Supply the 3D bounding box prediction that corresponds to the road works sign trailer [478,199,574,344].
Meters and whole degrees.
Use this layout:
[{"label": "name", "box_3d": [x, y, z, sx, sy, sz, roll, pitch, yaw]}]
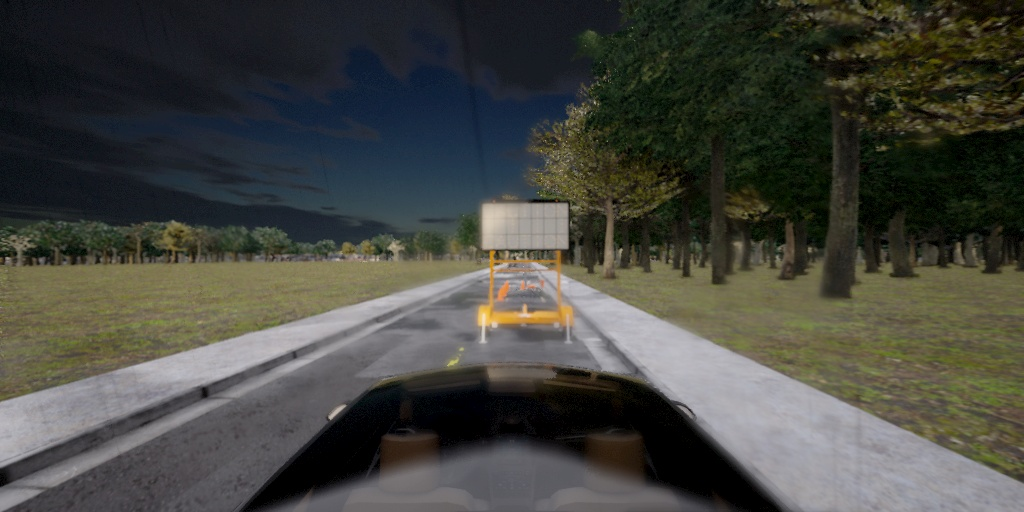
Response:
[{"label": "road works sign trailer", "box_3d": [0.375, 0.265, 9.800, 2.380, 3.560, 2.880, 0, 0, 2]}]
